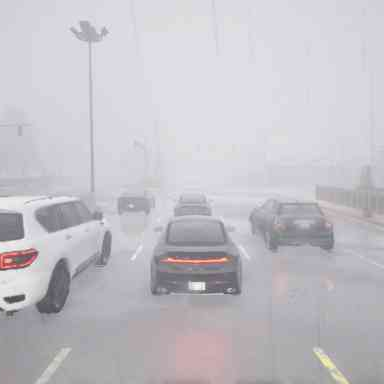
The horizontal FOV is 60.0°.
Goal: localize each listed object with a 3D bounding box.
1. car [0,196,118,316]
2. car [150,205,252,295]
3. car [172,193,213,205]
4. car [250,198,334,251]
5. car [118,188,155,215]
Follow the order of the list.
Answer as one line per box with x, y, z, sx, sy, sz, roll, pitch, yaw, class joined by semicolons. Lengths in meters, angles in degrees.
-3.420;1.084;7.455;2.150;2.045;5.566;0;2;0;car
0.075;1.335;8.321;1.837;1.490;4.892;0;2;0;car
0.029;0.809;17.523;1.837;1.490;4.892;0;4;0;car
3.553;0.980;12.635;2.097;1.767;4.553;0;3;0;car
-3.494;0.497;21.542;1.882;1.535;5.008;0;4;0;car
